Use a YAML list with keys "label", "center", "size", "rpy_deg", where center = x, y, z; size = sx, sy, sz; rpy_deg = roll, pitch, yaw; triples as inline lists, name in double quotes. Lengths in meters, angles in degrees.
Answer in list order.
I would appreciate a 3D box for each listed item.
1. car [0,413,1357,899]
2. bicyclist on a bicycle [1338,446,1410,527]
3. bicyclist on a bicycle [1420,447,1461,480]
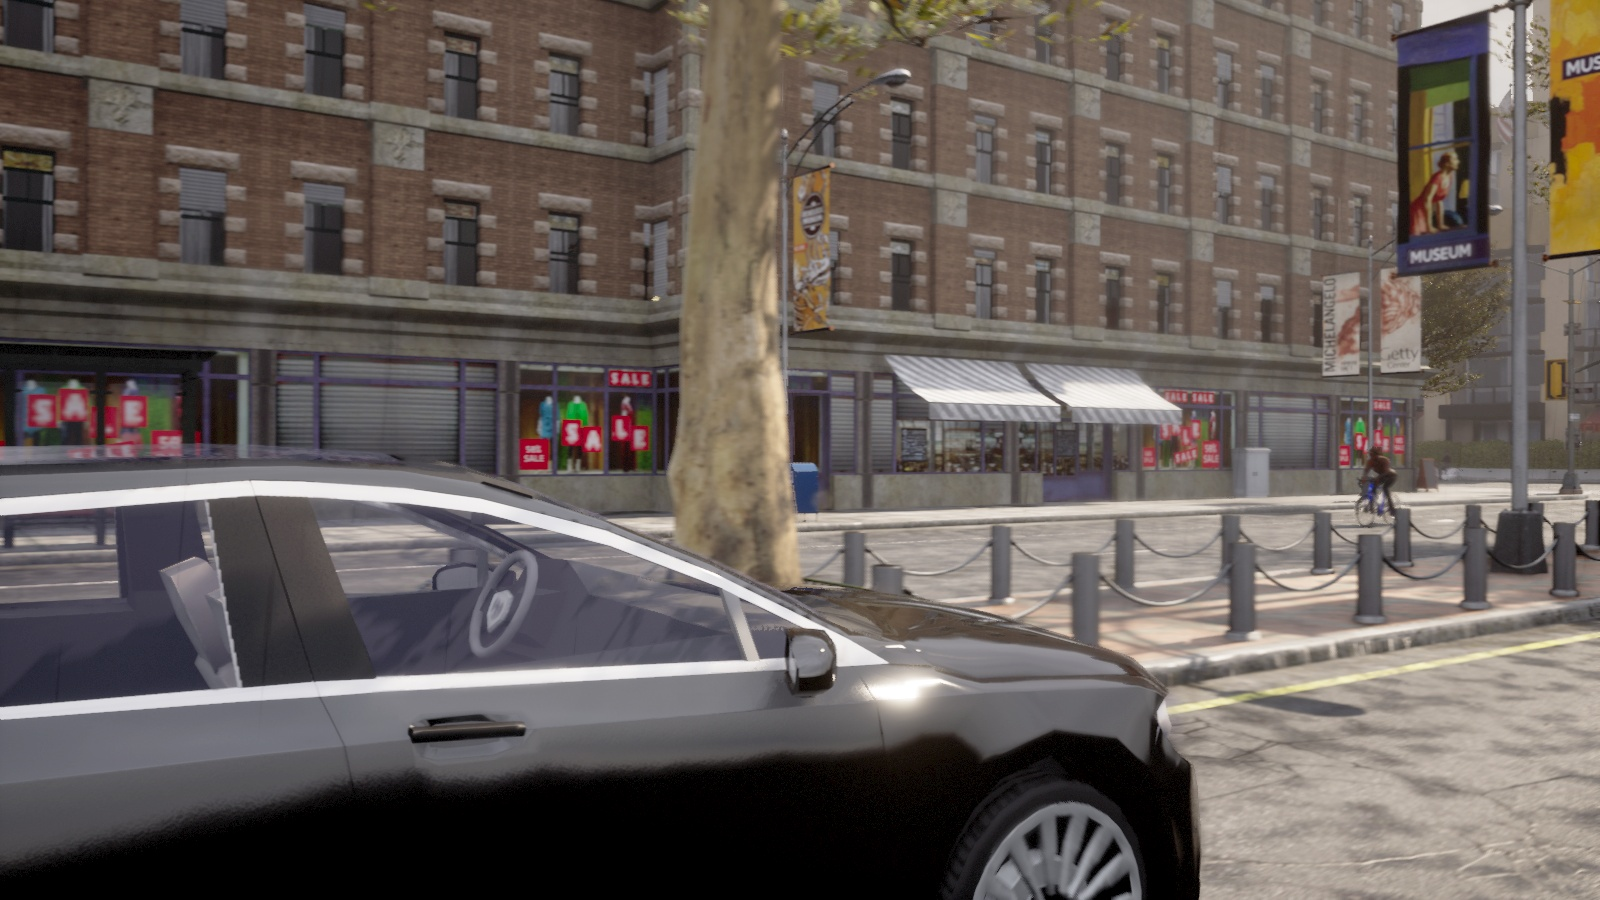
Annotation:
- label: "car"
  center: [-1.106, 0.710, 2.889]
  size: [4.902, 1.511, 2.128]
  rpy_deg: [0, 0, -35]
- label: "bicyclist on a bicycle"
  center: [11.869, 0.736, 25.932]
  size: [1.656, 1.620, 0.582]
  rpy_deg: [0, 0, -35]
- label: "bicyclist on a bicycle"
  center: [34.092, 0.707, 66.862]
  size: [0.659, 1.776, 1.843]
  rpy_deg: [0, 0, -35]
